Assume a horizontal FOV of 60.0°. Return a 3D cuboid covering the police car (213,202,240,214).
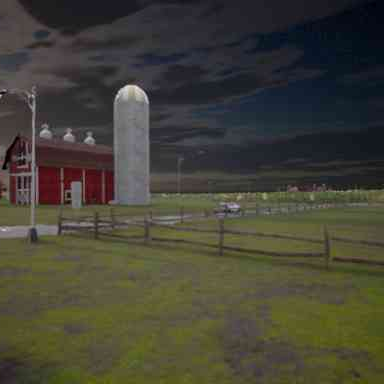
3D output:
[{"bbox_3d":[4.550,2.096,44.370,2.038,1.542,4.974,0,-1,35],"label":"police car"}]
